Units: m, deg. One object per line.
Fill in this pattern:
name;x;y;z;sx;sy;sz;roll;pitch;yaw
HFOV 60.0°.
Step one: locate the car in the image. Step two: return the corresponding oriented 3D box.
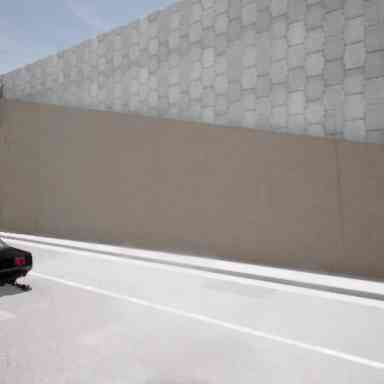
car;-6.076;1.596;8.321;4.718;1.301;1.895;0;0;36
